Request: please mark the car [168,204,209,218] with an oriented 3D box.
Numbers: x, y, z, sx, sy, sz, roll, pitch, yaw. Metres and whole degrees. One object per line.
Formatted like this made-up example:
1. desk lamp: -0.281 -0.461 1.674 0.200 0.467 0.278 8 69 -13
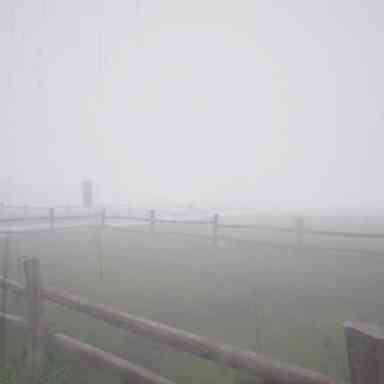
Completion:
1. car: -0.191 1.853 33.077 1.895 1.301 4.718 -1 -1 35
